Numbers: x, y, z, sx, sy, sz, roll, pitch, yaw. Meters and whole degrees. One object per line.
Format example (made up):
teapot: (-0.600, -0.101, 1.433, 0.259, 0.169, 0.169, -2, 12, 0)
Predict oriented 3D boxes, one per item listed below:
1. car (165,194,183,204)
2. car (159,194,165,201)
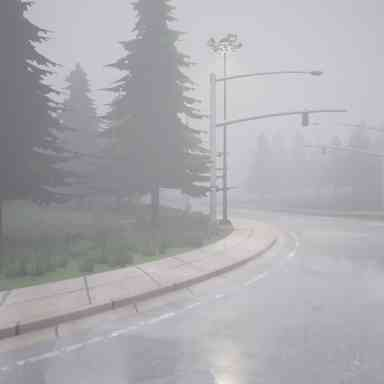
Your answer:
car: (-3.147, 1.547, 65.400, 2.033, 1.411, 5.357, 0, 0, -21)
car: (-7.009, 1.186, 75.146, 2.150, 2.045, 5.566, 0, 0, -21)
